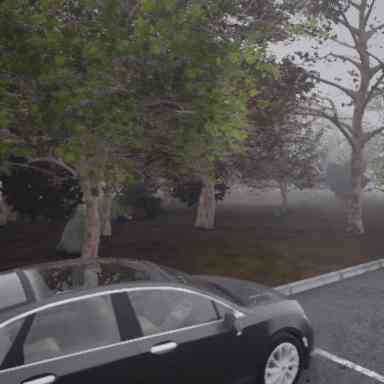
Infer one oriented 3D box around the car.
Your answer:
[{"bbox_3d":[-0.755,1.477,3.496,4.892,1.521,2.231,-1,2,-33],"label":"car"}]
